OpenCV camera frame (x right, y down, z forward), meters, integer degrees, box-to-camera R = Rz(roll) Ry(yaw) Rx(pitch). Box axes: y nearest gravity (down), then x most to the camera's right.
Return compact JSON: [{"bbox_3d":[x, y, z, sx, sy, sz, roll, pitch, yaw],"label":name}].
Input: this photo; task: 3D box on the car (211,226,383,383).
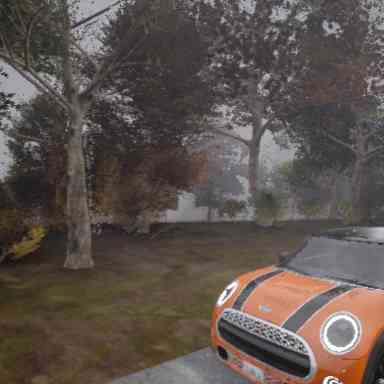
[{"bbox_3d":[2.456,1.368,4.978,4.553,1.767,2.097,0,0,-37],"label":"car"}]
